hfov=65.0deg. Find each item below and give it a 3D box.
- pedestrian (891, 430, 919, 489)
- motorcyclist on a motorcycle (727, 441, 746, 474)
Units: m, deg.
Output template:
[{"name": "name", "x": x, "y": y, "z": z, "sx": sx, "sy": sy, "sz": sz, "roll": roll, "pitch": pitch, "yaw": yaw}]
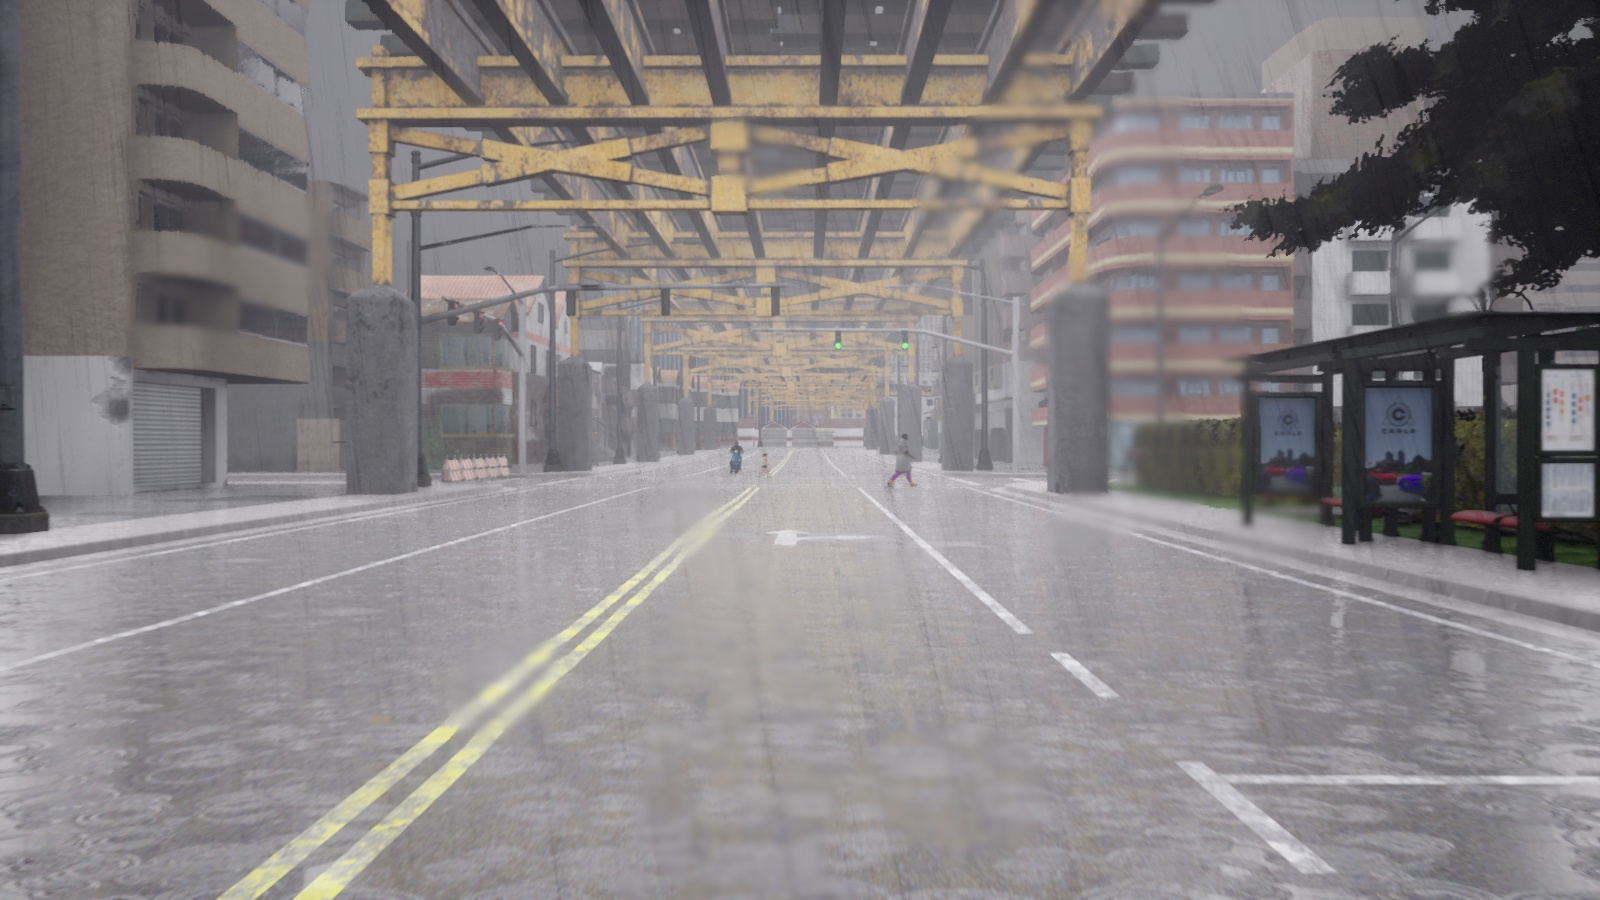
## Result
[{"name": "pedestrian", "x": 3.475, "y": 0.309, "z": 41.719, "sx": 0.873, "sy": 1.952, "sz": 0.659, "roll": 0, "pitch": 0, "yaw": 0}, {"name": "motorcyclist on a motorcycle", "x": -3.136, "y": 0.348, "z": 62.063, "sx": 0.866, "sy": 1.590, "sz": 1.817, "roll": 0, "pitch": 0, "yaw": 0}]
